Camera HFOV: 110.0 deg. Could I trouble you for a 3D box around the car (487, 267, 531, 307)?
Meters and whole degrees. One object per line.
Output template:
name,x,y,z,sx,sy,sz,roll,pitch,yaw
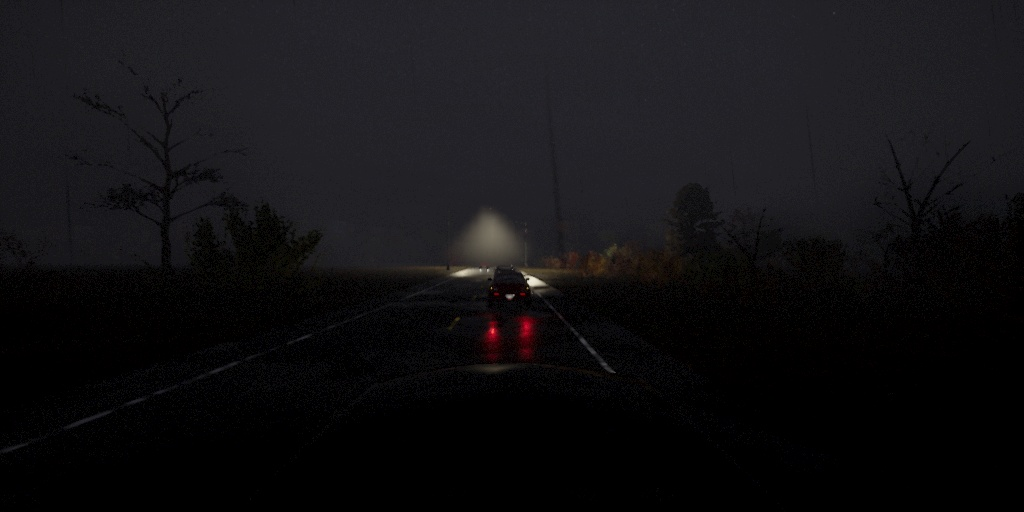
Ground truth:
car,-0.138,1.414,16.300,1.812,1.442,4.674,0,0,-1

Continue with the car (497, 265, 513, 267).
car,-0.604,1.512,31.234,2.128,1.511,4.902,0,0,-2
